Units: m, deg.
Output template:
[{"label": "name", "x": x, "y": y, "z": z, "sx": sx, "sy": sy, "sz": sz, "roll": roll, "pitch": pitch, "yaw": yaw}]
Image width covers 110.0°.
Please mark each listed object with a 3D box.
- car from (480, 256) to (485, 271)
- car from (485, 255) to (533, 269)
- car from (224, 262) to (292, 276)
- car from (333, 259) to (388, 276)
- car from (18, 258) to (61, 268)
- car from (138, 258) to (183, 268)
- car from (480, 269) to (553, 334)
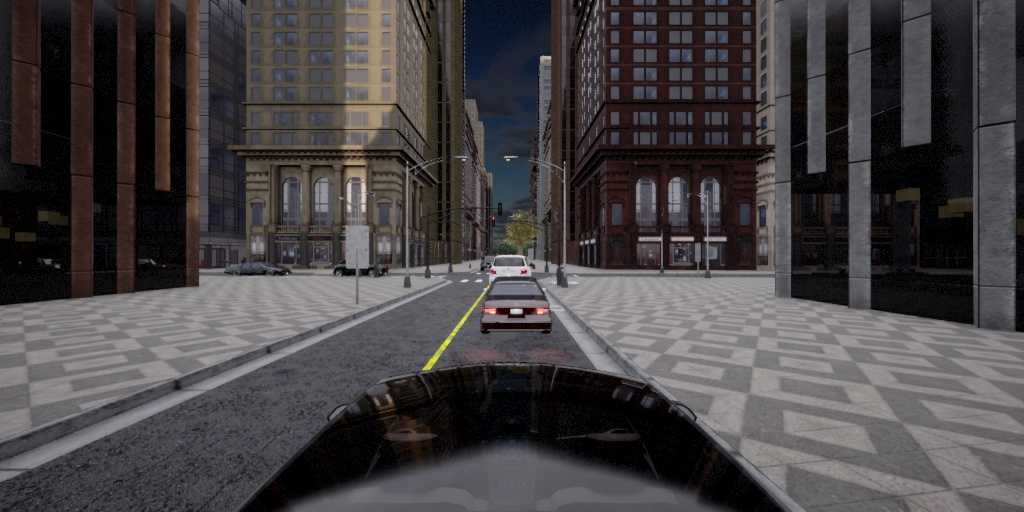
[{"label": "car", "x": -3.132, "y": 0.969, "z": 49.484, "sx": 2.150, "sy": 2.045, "sz": 5.566, "roll": 0, "pitch": 0, "yaw": -1}, {"label": "car", "x": 0.015, "y": 0.971, "z": 20.854, "sx": 2.150, "sy": 2.045, "sz": 5.566, "roll": 0, "pitch": 0, "yaw": 4}, {"label": "car", "x": -23.573, "y": 1.220, "z": 33.332, "sx": 5.357, "sy": 1.411, "sz": 2.033, "roll": 0, "pitch": 0, "yaw": 0}, {"label": "car", "x": -13.992, "y": 1.052, "z": 33.339, "sx": 4.553, "sy": 1.767, "sz": 2.097, "roll": 0, "pitch": 0, "yaw": 0}, {"label": "car", "x": -43.161, "y": 0.979, "z": 33.370, "sx": 4.553, "sy": 1.767, "sz": 2.097, "roll": 0, "pitch": 0, "yaw": 0}, {"label": "car", "x": -33.360, "y": 1.001, "z": 33.340, "sx": 4.553, "sy": 1.767, "sz": 2.097, "roll": 0, "pitch": 0, "yaw": 0}, {"label": "car", "x": 0.091, "y": 1.297, "z": 10.609, "sx": 2.033, "sy": 1.411, "sz": 5.357, "roll": 0, "pitch": 0, "yaw": 0}]
